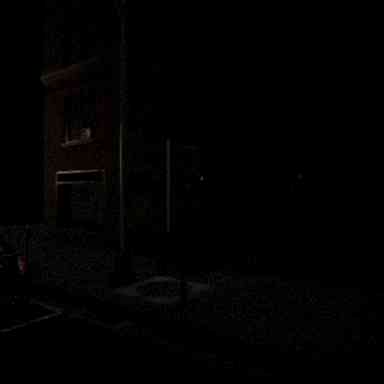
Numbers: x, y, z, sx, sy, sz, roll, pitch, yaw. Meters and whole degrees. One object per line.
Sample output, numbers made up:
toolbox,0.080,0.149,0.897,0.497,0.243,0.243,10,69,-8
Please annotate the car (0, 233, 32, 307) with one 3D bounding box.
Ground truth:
car,-5.073,1.416,6.672,4.097,1.590,1.967,0,0,35
